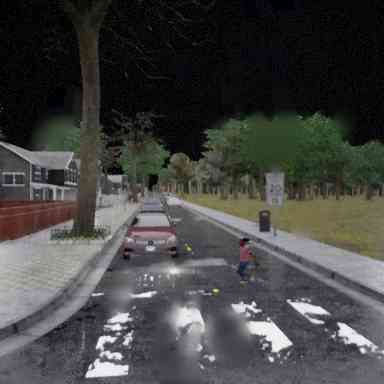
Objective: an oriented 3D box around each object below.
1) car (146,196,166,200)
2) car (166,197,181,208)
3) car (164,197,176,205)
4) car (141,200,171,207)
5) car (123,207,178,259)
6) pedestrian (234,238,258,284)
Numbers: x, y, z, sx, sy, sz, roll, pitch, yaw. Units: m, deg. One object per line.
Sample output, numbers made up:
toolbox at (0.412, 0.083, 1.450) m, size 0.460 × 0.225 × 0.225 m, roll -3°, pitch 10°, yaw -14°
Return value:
car at (-3.957, 1.315, 33.286) m, size 2.097 × 1.767 × 4.553 m, roll 0°, pitch 0°, yaw -6°
car at (-2.657, 1.464, 47.482) m, size 1.812 × 1.442 × 4.674 m, roll 0°, pitch 0°, yaw -6°
car at (-3.827, 1.519, 57.436) m, size 1.895 × 1.301 × 4.718 m, roll 0°, pitch 0°, yaw -6°
car at (-2.756, 1.525, 22.991) m, size 2.033 × 1.411 × 5.357 m, roll 0°, pitch 0°, yaw -7°
car at (-1.561, 1.517, 12.745) m, size 1.812 × 1.442 × 4.674 m, roll 0°, pitch 0°, yaw -6°
pedestrian at (1.285, 1.289, 8.083) m, size 0.375 × 1.860 × 0.375 m, roll 1°, pitch -1°, yaw -7°
